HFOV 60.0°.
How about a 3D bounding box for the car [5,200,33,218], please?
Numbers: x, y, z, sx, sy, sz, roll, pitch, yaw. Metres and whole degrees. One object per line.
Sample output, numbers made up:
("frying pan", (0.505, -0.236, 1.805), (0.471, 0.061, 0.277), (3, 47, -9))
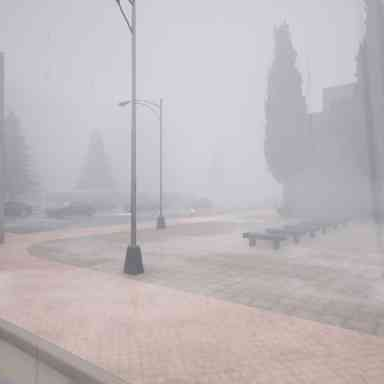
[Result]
("car", (-16.239, 1.505, 28.491), (1.837, 1.490, 4.892), (0, 0, 39))

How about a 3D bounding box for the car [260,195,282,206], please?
("car", (13.644, 1.564, 55.395), (1.994, 1.385, 4.181), (0, 0, 38))

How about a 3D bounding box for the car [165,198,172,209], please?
("car", (-4.688, 1.505, 43.390), (1.837, 1.490, 4.892), (0, 0, 38))

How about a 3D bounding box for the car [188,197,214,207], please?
("car", (1.464, 1.564, 51.329), (1.994, 1.385, 4.181), (0, 0, 38))

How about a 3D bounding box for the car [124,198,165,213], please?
("car", (-5.469, 1.564, 36.640), (1.994, 1.385, 4.181), (0, 0, 38))

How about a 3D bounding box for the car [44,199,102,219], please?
("car", (-10.774, 1.526, 29.736), (1.812, 1.442, 4.674), (0, 0, 37))

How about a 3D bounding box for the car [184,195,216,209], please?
("car", (0.873, 1.505, 44.860), (1.837, 1.490, 4.892), (0, 0, 38))

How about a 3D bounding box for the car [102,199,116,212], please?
("car", (-10.454, 1.491, 35.918), (2.128, 1.511, 4.902), (0, 0, 38))
